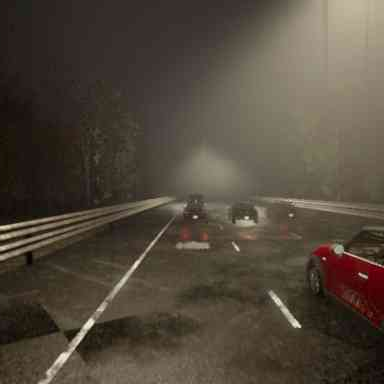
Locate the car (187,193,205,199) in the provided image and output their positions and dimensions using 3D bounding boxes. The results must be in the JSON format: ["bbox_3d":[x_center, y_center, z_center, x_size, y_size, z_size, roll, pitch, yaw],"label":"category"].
[{"bbox_3d":[0.535,1.190,42.898,2.150,2.045,5.566,0,0,1],"label":"car"}]

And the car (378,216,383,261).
[{"bbox_3d":[7.125,1.520,8.804,1.812,1.442,4.674,0,0,0],"label":"car"}]

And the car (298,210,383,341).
[{"bbox_3d":[3.616,1.349,5.623,2.097,1.767,4.553,0,0,0],"label":"car"}]

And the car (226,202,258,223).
[{"bbox_3d":[3.754,1.488,25.090,1.837,1.490,4.892,0,0,1],"label":"car"}]

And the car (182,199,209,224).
[{"bbox_3d":[0.251,1.509,24.633,1.812,1.442,4.674,0,0,1],"label":"car"}]

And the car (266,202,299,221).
[{"bbox_3d":[7.260,1.508,26.649,1.812,1.442,4.674,0,0,1],"label":"car"}]
